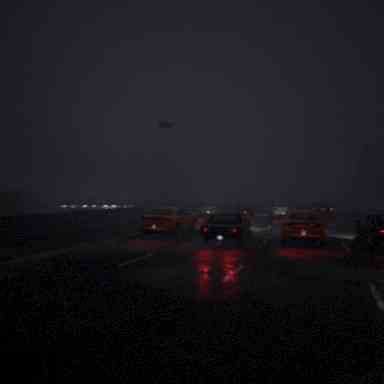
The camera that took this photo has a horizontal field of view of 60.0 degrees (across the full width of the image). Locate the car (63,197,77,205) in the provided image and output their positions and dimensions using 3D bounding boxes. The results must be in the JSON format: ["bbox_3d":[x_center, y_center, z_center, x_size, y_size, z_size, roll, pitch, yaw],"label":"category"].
[{"bbox_3d":[-22.097,1.639,60.274,1.837,1.490,4.892,1,-1,-18],"label":"car"}]

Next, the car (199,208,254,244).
[{"bbox_3d":[1.865,1.715,16.695,1.895,1.301,4.718,0,0,17],"label":"car"}]

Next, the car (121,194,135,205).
[{"bbox_3d":[-12.548,1.479,64.913,2.150,2.045,5.566,1,-1,-20],"label":"car"}]

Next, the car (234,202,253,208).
[{"bbox_3d":[5.232,1.771,33.744,1.812,1.442,4.674,1,0,4],"label":"car"}]

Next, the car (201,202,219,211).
[{"bbox_3d":[1.759,1.740,34.158,1.812,1.442,4.674,1,0,5],"label":"car"}]

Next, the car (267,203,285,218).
[{"bbox_3d":[8.707,1.803,33.319,1.812,1.442,4.674,1,0,5],"label":"car"}]

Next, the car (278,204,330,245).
[{"bbox_3d":[5.450,1.626,16.546,1.882,1.535,5.008,1,0,16],"label":"car"}]

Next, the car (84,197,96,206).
[{"bbox_3d":[-18.612,1.646,60.805,1.882,1.535,5.008,1,-1,-17],"label":"car"}]

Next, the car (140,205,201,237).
[{"bbox_3d":[-1.187,1.573,18.770,1.882,1.535,5.008,1,0,16],"label":"car"}]

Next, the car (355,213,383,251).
[{"bbox_3d":[8.568,1.676,14.722,1.837,1.490,4.892,1,0,16],"label":"car"}]

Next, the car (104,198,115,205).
[{"bbox_3d":[-15.615,1.812,63.005,1.895,1.301,4.718,1,0,-19],"label":"car"}]

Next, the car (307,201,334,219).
[{"bbox_3d":[12.143,1.658,32.432,2.097,1.767,4.553,1,0,5],"label":"car"}]
